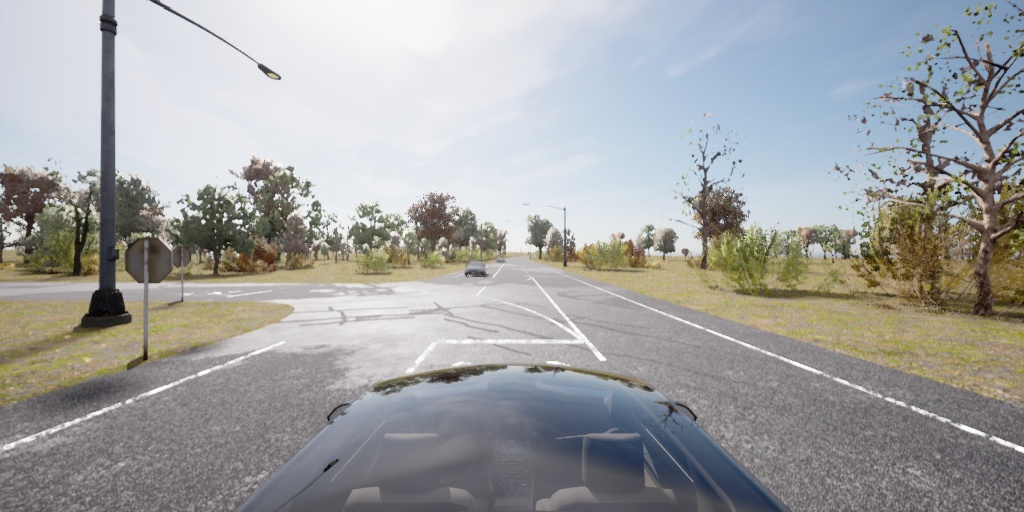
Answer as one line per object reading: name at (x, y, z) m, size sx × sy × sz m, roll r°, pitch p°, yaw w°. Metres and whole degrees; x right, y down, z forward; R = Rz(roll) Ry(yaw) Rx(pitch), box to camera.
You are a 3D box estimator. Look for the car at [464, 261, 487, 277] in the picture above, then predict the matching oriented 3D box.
car at (-3.473, 1.230, 34.683) m, size 1.812 × 1.442 × 4.674 m, roll 0°, pitch 0°, yaw 0°
